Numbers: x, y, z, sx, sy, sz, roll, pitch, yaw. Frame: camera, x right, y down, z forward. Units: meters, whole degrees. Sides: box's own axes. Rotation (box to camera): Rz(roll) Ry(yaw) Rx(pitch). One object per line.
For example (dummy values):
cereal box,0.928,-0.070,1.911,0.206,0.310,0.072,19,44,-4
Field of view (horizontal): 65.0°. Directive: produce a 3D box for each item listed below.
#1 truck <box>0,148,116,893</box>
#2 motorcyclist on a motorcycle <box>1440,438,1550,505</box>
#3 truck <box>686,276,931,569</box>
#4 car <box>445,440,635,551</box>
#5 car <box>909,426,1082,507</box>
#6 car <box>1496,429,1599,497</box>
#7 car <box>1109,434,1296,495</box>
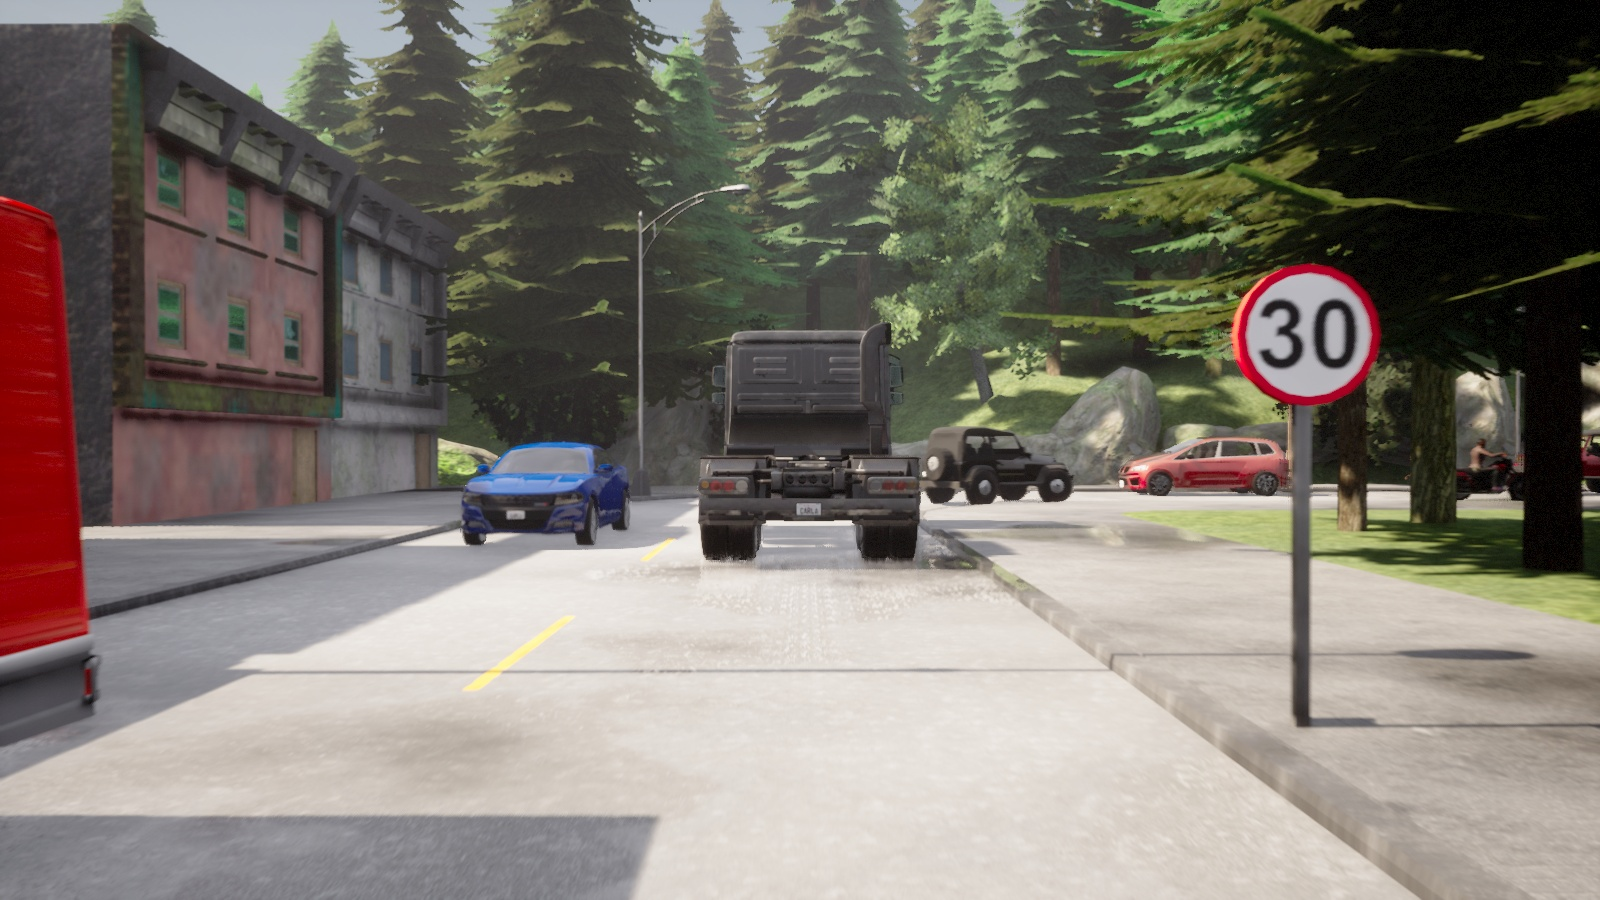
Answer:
truck,-3.972,0.244,2.255,2.627,2.467,5.204,0,0,0
motorcyclist on a motorcycle,17.544,0.532,31.716,2.350,1.649,0.766,0,0,0
truck,0.121,-0.342,18.807,2.891,3.462,7.936,0,0,0
car,-3.904,0.610,19.751,1.882,1.535,5.008,0,0,1
car,4.797,0.374,30.717,3.866,1.878,1.905,0,0,-31
car,22.270,0.359,35.717,3.866,1.878,1.905,0,0,0
car,11.364,0.399,35.709,4.611,1.667,2.242,0,0,0
